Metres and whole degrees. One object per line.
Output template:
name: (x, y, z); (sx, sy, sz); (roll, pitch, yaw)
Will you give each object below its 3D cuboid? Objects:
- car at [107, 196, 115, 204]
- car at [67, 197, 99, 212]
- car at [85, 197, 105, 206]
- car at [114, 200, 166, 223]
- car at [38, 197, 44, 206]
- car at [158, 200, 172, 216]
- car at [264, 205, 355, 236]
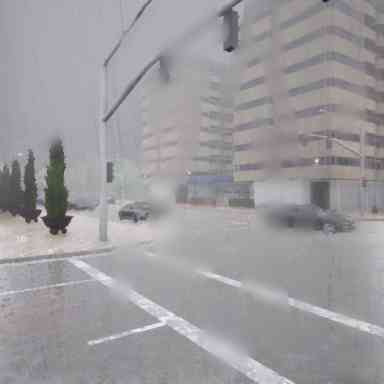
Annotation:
car: (-15.555, 1.526, 60.807); (1.812, 1.442, 4.674); (0, 0, -35)
car: (-12.882, 1.547, 38.307); (2.033, 1.411, 5.357); (0, 0, -35)
car: (-16.407, 1.564, 55.918); (1.994, 1.385, 4.181); (0, 0, -35)
car: (-4.135, 1.564, 25.786); (1.994, 1.385, 4.181); (0, 0, -35)
car: (-23.671, 1.498, 53.918); (1.882, 1.535, 5.008); (0, 0, -35)
car: (-3.679, 1.504, 31.245); (1.837, 1.490, 4.892); (0, 0, -35)
car: (6.474, 1.507, 18.693); (4.892, 1.490, 1.837); (-1, 0, 41)
